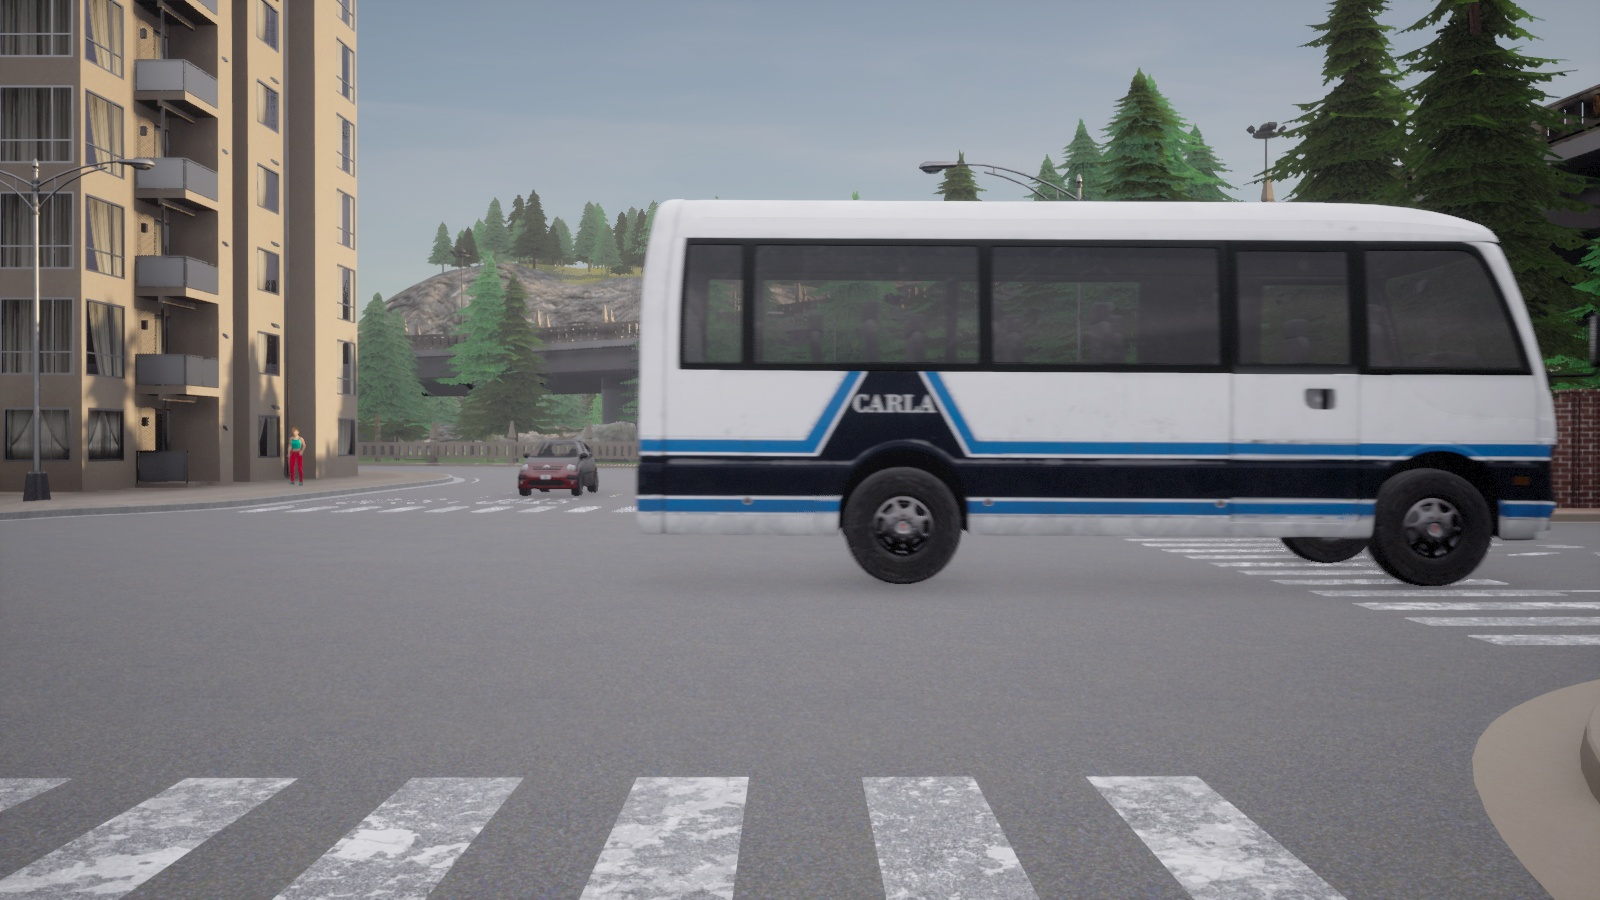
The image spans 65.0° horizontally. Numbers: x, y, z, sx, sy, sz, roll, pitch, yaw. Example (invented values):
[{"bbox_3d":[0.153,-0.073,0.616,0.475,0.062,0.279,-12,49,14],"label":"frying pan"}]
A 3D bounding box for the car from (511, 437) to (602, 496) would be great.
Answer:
[{"bbox_3d":[-6.998,0.433,36.472,1.851,1.617,3.988,0,0,0],"label":"car"}]

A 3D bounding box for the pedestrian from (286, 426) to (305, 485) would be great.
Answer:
[{"bbox_3d":[-15.832,0.165,39.418,0.345,1.836,0.594,0,0,0],"label":"pedestrian"}]

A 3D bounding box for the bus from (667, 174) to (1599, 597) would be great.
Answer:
[{"bbox_3d":[3.792,-0.669,14.803,10.273,4.253,3.944,0,0,0],"label":"bus"}]
